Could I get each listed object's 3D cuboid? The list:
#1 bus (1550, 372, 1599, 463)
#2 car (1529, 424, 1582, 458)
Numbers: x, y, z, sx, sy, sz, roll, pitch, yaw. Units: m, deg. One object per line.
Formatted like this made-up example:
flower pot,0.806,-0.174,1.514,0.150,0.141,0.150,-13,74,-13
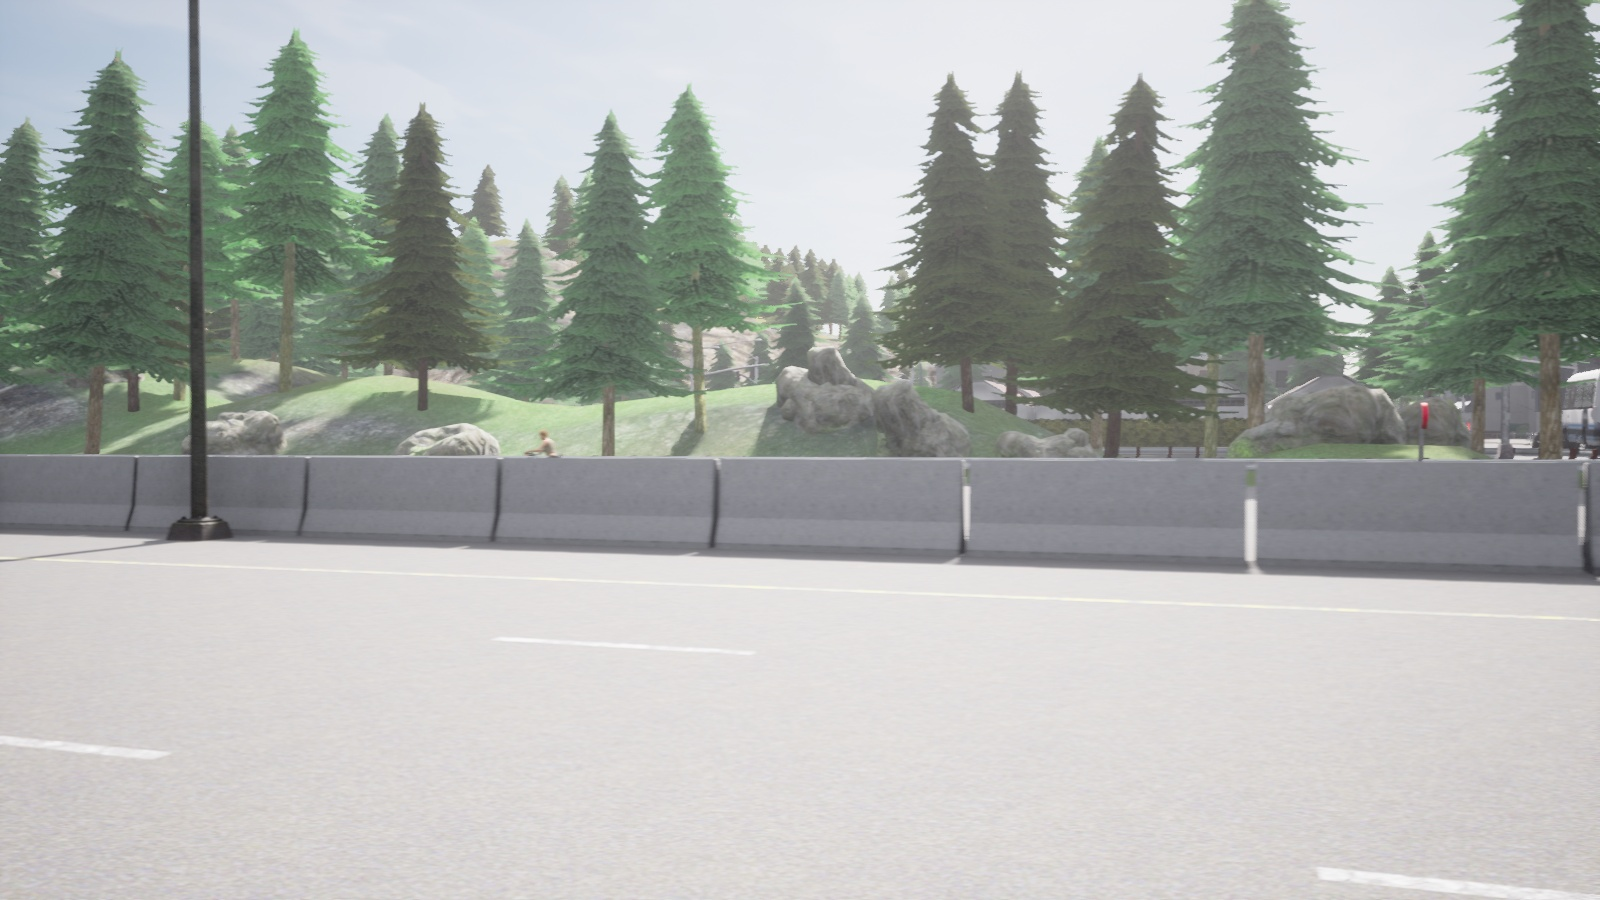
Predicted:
bus,40.546,-1.595,62.754,3.944,4.253,10.273,1,1,24
car,45.930,-0.591,76.429,1.905,1.878,3.866,1,3,18
